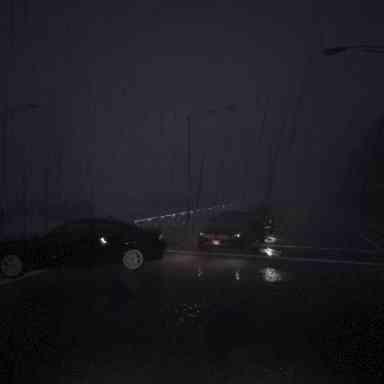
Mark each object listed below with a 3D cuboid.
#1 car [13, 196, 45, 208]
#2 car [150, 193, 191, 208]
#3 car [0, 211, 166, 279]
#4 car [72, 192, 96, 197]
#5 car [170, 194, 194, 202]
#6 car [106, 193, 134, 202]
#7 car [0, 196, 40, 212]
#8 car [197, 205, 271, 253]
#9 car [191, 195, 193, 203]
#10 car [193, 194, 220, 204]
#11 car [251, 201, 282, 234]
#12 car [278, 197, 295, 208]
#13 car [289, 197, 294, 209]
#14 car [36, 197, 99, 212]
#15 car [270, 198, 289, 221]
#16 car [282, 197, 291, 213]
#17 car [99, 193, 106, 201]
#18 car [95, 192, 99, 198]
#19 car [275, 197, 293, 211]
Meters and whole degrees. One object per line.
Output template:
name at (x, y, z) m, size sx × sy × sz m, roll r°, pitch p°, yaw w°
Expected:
car at (-21.672, 1.273, 44.284) m, size 3.633 × 1.501 × 1.845 m, roll 0°, pitch 0°, yaw 18°
car at (-2.942, 1.074, 41.767) m, size 4.605 × 1.855 × 1.932 m, roll 0°, pitch 0°, yaw 18°
car at (-3.278, 1.475, 9.864) m, size 5.008 × 1.535 × 1.882 m, roll 0°, pitch 0°, yaw -15°
car at (-18.433, 1.249, 53.738) m, size 4.514 × 1.523 × 2.007 m, roll 0°, pitch 0°, yaw 18°
car at (-2.065, 1.257, 68.682) m, size 4.514 × 1.523 × 2.007 m, roll 0°, pitch 0°, yaw 18°
car at (-13.771, 1.046, 65.311) m, size 4.605 × 1.855 × 1.932 m, roll 0°, pitch 0°, yaw 18°
car at (-15.098, 1.356, 29.404) m, size 3.806 × 1.475 × 1.970 m, roll 0°, pitch 0°, yaw 19°
car at (1.822, 1.514, 13.886) m, size 1.812 × 1.442 × 4.674 m, roll 0°, pitch 0°, yaw 24°
car at (-2.402, 1.052, 44.651) m, size 3.866 × 1.878 × 1.905 m, roll 0°, pitch 0°, yaw 18°
car at (1.693, 1.125, 56.772) m, size 5.027 × 1.636 × 2.152 m, roll 0°, pitch 0°, yaw 19°
car at (3.972, 1.490, 19.294) m, size 1.837 × 1.490 × 4.892 m, roll 0°, pitch 0°, yaw 19°
car at (13.567, 1.468, 47.669) m, size 2.128 × 1.511 × 4.902 m, roll 0°, pitch 0°, yaw 19°
car at (9.808, 1.544, 36.539) m, size 1.994 × 1.385 × 4.181 m, roll 0°, pitch 0°, yaw 19°
car at (-9.021, 1.356, 24.205) m, size 3.633 × 1.501 × 1.845 m, roll 0°, pitch 0°, yaw 18°
car at (5.885, 1.475, 24.939) m, size 2.128 × 1.511 × 4.902 m, roll 0°, pitch 0°, yaw 19°
car at (7.766, 1.486, 30.501) m, size 1.837 × 1.490 × 4.892 m, roll 0°, pitch 0°, yaw 19°
car at (-20.173, 1.014, 70.943) m, size 3.866 × 1.878 × 1.905 m, roll 0°, pitch 0°, yaw 18°
car at (-21.816, 1.298, 67.989) m, size 3.806 × 1.475 × 1.970 m, roll 0°, pitch 0°, yaw 19°
car at (11.683, 1.483, 42.094) m, size 1.837 × 1.490 × 4.892 m, roll 0°, pitch 0°, yaw 19°
